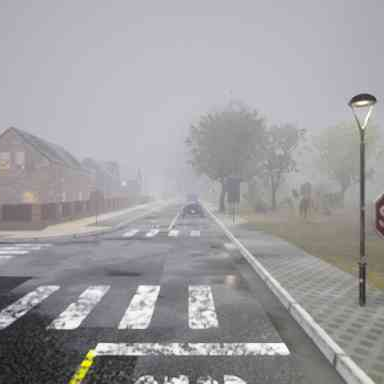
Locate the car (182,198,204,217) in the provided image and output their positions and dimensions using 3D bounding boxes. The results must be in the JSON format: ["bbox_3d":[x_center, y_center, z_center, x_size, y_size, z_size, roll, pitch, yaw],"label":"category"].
[{"bbox_3d":[0.083,1.558,31.979,1.812,1.442,4.674,0,0,0],"label":"car"}]

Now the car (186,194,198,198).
[{"bbox_3d":[-0.012,1.355,66.185,2.150,2.045,5.566,0,0,0],"label":"car"}]
